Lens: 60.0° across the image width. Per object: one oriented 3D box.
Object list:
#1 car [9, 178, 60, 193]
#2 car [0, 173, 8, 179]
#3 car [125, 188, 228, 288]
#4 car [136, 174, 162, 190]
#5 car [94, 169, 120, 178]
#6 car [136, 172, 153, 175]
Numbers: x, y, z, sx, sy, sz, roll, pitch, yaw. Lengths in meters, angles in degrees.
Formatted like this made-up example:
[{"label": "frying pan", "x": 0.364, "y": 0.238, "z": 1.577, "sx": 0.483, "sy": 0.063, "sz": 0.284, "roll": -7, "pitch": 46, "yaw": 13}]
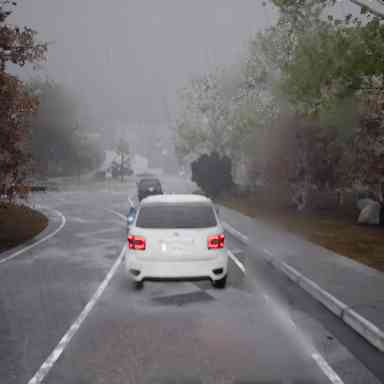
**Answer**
[{"label": "car", "x": -17.929, "y": -0.677, "z": 38.661, "sx": 4.902, "sy": 1.511, "sz": 2.128, "roll": -1, "pitch": 6, "yaw": -6}, {"label": "car", "x": -37.010, "y": -2.980, "z": 64.151, "sx": 1.895, "sy": 1.301, "sz": 4.718, "roll": 2, "pitch": 5, "yaw": 23}, {"label": "car", "x": -0.394, "y": 1.058, "z": 8.966, "sx": 2.150, "sy": 2.045, "sz": 5.566, "roll": 0, "pitch": 2, "yaw": -2}, {"label": "car", "x": -4.098, "y": -0.330, "z": 32.025, "sx": 2.150, "sy": 2.045, "sz": 5.566, "roll": -1, "pitch": 5, "yaw": -11}, {"label": "car", "x": -18.937, "y": -4.168, "z": 74.414, "sx": 5.566, "sy": 2.045, "sz": 2.150, "roll": 0, "pitch": 5, "yaw": 1}, {"label": "car", "x": -10.401, "y": -3.915, "z": 75.163, "sx": 4.718, "sy": 1.301, "sz": 1.895, "roll": 3, "pitch": 6, "yaw": 28}]
